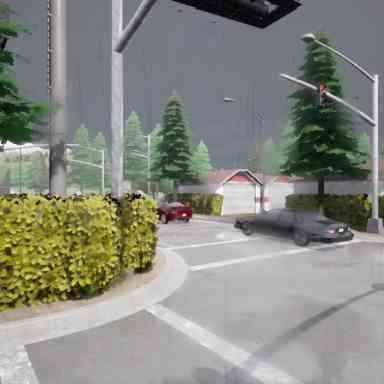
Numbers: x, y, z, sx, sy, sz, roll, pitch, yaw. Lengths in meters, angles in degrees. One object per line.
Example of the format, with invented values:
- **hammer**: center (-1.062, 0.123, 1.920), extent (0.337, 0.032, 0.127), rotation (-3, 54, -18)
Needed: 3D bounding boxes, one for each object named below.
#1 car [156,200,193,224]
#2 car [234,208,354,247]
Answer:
- **car**: center (-1.934, 1.305, 23.388), extent (1.882, 1.535, 5.008), rotation (-1, 1, -35)
- **car**: center (4.264, 1.421, 14.795), extent (2.033, 1.411, 5.357), rotation (0, 2, -35)
